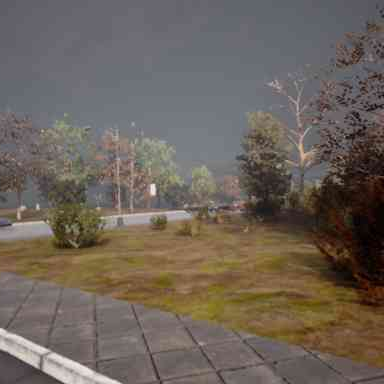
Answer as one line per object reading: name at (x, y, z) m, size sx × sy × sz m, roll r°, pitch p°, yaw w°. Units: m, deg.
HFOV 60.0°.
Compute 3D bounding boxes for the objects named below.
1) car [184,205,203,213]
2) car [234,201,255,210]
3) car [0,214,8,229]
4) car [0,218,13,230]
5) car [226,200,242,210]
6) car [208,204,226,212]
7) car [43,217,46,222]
car at (0.637, 2.702, 54.009) m, size 1.895 × 1.301 × 4.718 m, roll -3°, pitch -2°, yaw 33°
car at (9.867, 2.510, 61.795) m, size 1.882 × 1.535 × 5.008 m, roll -3°, pitch -2°, yaw 33°
car at (-19.200, 2.717, 29.388) m, size 1.895 × 1.301 × 4.718 m, roll -3°, pitch -2°, yaw 33°
car at (-17.144, 2.492, 26.166) m, size 2.033 × 1.411 × 5.357 m, roll -3°, pitch -2°, yaw 33°
car at (7.727, 2.127, 51.916) m, size 2.097 × 1.767 × 4.553 m, roll -3°, pitch -2°, yaw 32°
car at (4.422, 2.538, 53.207) m, size 1.895 × 1.301 × 4.718 m, roll -3°, pitch -2°, yaw 32°
car at (-13.957, 2.686, 37.486) m, size 2.033 × 1.411 × 5.357 m, roll -3°, pitch -2°, yaw 32°
